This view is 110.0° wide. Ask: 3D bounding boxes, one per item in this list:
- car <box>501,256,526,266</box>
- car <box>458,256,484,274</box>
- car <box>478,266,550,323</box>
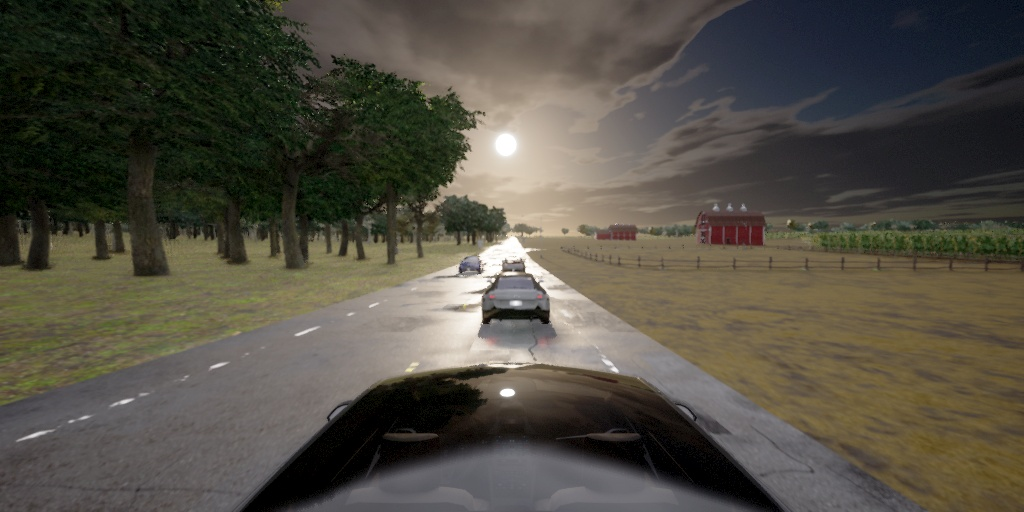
[{"bbox_3d":[0.119,0.776,29.145,2.128,1.511,4.902,0,1,0],"label":"car"},{"bbox_3d":[-3.514,0.750,31.502,1.812,1.442,4.674,0,1,1],"label":"car"},{"bbox_3d":[0.107,1.211,11.611,1.994,1.385,4.181,0,1,0],"label":"car"}]
